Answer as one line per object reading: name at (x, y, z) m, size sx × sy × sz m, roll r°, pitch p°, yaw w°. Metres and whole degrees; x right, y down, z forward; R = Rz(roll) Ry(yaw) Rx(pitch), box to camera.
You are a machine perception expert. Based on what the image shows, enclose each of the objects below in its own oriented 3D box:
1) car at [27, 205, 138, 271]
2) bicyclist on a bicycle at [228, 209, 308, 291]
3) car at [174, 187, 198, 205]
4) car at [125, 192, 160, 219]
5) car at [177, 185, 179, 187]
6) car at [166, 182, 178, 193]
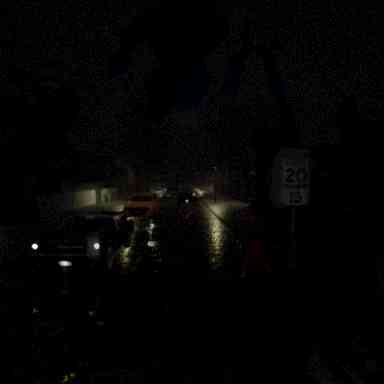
car at (-3.002, 1.290, 9.963) m, size 1.895 × 1.301 × 4.718 m, roll 0°, pitch 2°, yaw -1°
bicyclist on a bicycle at (1.472, 1.144, 6.742) m, size 1.656 × 1.620 × 0.582 m, roll -10°, pitch 2°, yaw -1°
car at (-0.480, 0.477, 32.635) m, size 1.837 × 1.490 × 4.892 m, roll 0°, pitch 2°, yaw -1°
car at (-3.192, 0.799, 21.670) m, size 1.882 × 1.535 × 5.008 m, roll 0°, pitch 2°, yaw -1°
car at (-0.718, 0.088, 46.126) m, size 2.033 × 1.411 × 5.357 m, roll 0°, pitch 2°, yaw 0°
car at (-3.871, -0.886, 66.281) m, size 2.150 × 2.045 × 5.566 m, roll 0°, pitch 2°, yaw -1°
